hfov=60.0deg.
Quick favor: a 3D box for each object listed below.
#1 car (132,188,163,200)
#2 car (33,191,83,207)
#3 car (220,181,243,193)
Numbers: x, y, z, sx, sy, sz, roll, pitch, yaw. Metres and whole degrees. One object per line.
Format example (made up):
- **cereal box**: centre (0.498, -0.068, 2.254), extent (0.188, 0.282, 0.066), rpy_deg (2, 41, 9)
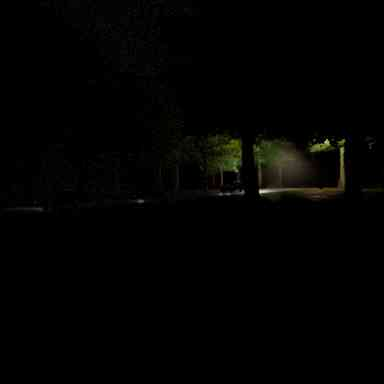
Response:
- **car**: centre (-5.825, 0.175, 43.707), extent (1.812, 1.442, 4.674), rpy_deg (-1, 2, 38)
- **car**: centre (-13.513, 0.648, 33.731), extent (1.837, 1.490, 4.892), rpy_deg (-1, 2, 38)
- **car**: centre (7.292, -0.924, 60.577), extent (2.150, 2.045, 5.566), rpy_deg (-1, 2, 38)
